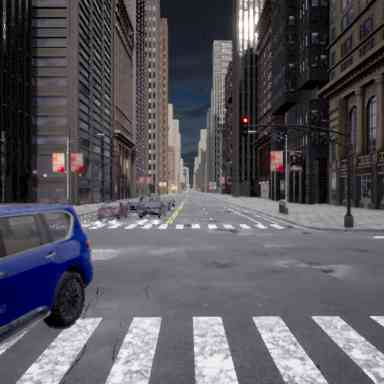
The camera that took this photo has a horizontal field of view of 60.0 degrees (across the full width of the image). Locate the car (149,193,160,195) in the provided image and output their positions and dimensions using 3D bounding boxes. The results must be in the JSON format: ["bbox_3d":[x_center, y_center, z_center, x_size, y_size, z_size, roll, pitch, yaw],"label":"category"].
[{"bbox_3d":[-6.639,1.175,57.874,2.150,2.045,5.566,0,0,1],"label":"car"}]

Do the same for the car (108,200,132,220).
[{"bbox_3d":[-6.634,1.513,28.077,1.812,1.442,4.674,0,0,0],"label":"car"}]

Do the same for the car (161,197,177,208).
[{"bbox_3d":[-3.419,1.514,49.802,2.033,1.411,5.357,0,0,0],"label":"car"}]

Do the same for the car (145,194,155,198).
[{"bbox_3d":[-6.662,1.474,47.425,1.837,1.490,4.892,0,0,0],"label":"car"}]

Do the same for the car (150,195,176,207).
[{"bbox_3d":[-3.398,1.469,39.250,2.128,1.511,4.902,0,0,0],"label":"car"}]

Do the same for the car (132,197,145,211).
[{"bbox_3d":[-6.649,1.580,37.185,1.895,1.301,4.718,0,0,0],"label":"car"}]

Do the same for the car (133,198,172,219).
[{"bbox_3d":[-3.362,1.533,29.511,2.033,1.411,5.357,0,0,4],"label":"car"}]

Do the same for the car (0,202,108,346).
[{"bbox_3d":[-3.339,1.222,4.262,2.150,2.045,5.566,-1,0,11],"label":"car"}]
